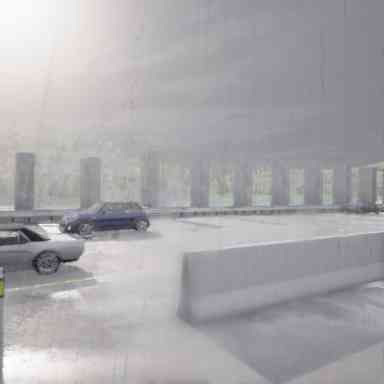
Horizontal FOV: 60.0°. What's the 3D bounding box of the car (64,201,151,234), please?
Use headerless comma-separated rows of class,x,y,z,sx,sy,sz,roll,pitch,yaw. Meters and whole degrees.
car,-4.585,1.280,17.724,4.553,1.767,2.097,0,0,-33

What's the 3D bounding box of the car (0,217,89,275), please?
car,-5.410,1.535,8.678,4.718,1.301,1.895,0,0,-35

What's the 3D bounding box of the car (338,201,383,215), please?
car,17.852,1.654,34.945,5.357,1.411,2.033,0,0,-29
